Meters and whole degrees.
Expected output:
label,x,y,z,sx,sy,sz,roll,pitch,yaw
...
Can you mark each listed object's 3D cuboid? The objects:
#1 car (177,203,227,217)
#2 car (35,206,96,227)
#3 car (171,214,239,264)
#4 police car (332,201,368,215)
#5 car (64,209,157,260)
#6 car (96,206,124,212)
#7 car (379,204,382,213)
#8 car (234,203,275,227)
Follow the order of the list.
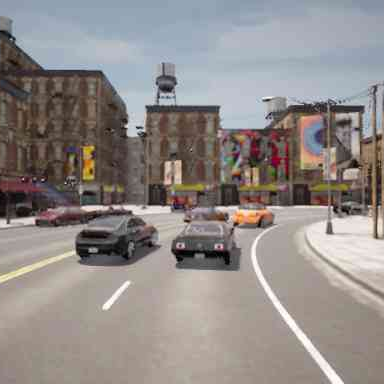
label,x,y,z,sx,sy,sz,roll,pitch,yaw
car,1.187,1.839,26.041,2.033,1.411,5.357,0,-1,26
car,-9.899,1.808,25.750,2.002,1.452,4.674,0,-1,20
car,0.631,1.742,12.561,1.895,1.301,4.718,0,-1,10
police car,18.942,1.867,39.570,5.238,1.638,1.930,0,-1,-30
car,-2.792,1.656,13.213,1.837,1.490,4.892,0,0,10
car,-7.735,1.942,31.055,1.895,1.301,4.718,0,-1,30
car,26.454,1.826,42.598,4.553,1.767,2.097,0,-1,-14
car,4.817,1.635,25.361,2.097,1.767,4.553,0,-1,28
